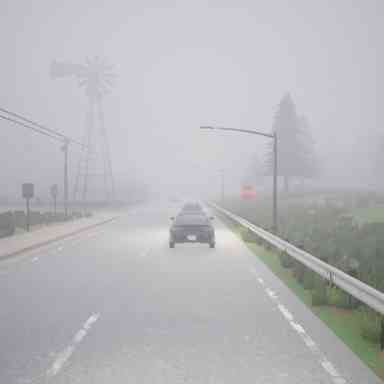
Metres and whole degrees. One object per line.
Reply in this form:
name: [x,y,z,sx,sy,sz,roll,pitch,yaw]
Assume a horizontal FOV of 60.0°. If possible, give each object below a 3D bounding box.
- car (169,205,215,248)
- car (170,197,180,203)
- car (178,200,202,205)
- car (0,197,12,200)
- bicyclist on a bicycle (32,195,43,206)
car: [0.000,1.532,14.650,1.812,1.442,4.674,0,0,0]
car: [-3.500,1.654,67.895,1.895,1.301,4.718,0,0,0]
car: [0.000,1.571,29.650,1.994,1.385,4.181,0,0,0]
car: [-32.297,1.519,57.536,1.784,1.438,3.905,0,0,0]
bicyclist on a bicycle: [-22.066,1.298,47.485,0.582,1.620,1.656,0,0,33]
